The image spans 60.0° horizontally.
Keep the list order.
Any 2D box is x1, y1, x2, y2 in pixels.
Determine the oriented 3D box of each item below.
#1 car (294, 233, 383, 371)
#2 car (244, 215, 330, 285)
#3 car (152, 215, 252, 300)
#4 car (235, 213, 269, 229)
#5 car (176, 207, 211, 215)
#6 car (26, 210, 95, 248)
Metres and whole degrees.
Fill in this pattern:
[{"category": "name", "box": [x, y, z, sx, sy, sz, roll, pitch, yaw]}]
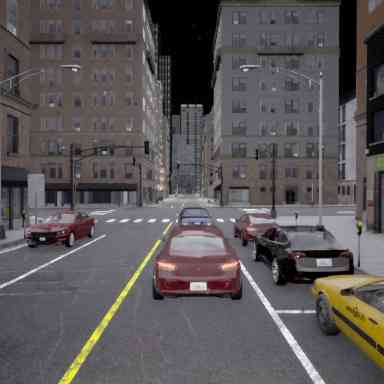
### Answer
[{"category": "car", "box": [2.866, 1.524, 3.869, 1.752, 1.417, 4.829, -1, 0, 0]}, {"category": "car", "box": [2.868, 1.563, 9.286, 1.947, 1.339, 4.313, -1, 0, 0]}, {"category": "car", "box": [0.100, 1.523, 8.254, 1.812, 1.442, 4.674, 0, 0, 0]}, {"category": "car", "box": [2.870, 1.577, 14.871, 1.802, 1.307, 4.206, -1, 0, 0]}, {"category": "car", "box": [0.136, 1.542, 18.275, 2.033, 1.411, 5.357, 0, 0, -3]}, {"category": "car", "box": [-5.676, 1.540, 14.871, 1.887, 1.381, 4.507, -1, 0, 0]}]
